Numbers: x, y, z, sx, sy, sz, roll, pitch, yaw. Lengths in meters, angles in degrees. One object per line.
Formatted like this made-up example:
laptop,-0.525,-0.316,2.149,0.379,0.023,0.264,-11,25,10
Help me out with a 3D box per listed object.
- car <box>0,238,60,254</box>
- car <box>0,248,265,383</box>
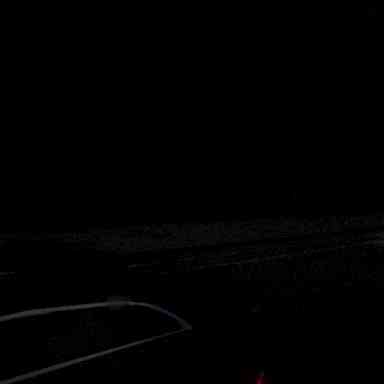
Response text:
car,-3.611,1.489,5.193,5.357,1.411,2.033,0,1,-33
car,-1.629,1.462,2.600,4.902,1.511,2.128,0,1,-33
